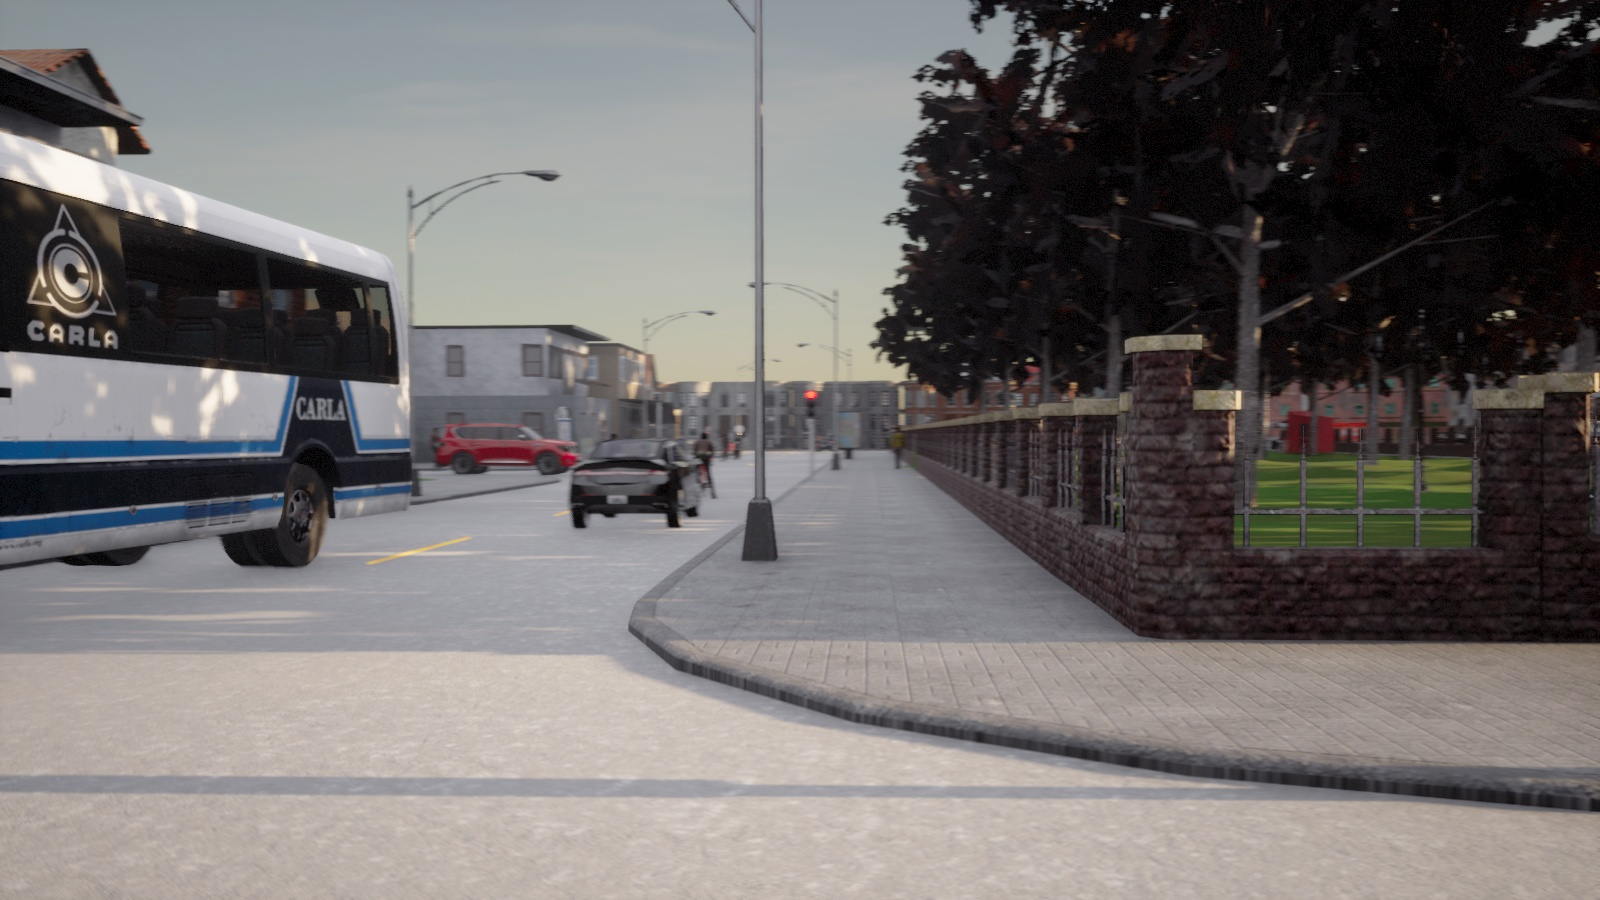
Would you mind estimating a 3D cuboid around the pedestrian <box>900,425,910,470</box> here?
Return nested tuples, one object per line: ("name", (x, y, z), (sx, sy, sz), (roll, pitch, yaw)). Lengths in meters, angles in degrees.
("pedestrian", (4.389, -0.105, 52.512), (0.431, 1.840, 0.709), (0, 1, 4))

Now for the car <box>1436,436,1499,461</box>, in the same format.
("car", (46.527, -0.131, 87.618), (2.033, 1.649, 4.856), (0, 1, 3))

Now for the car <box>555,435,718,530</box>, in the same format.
("car", (-2.773, 0.487, 22.487), (2.128, 1.511, 4.902), (0, 1, 2))

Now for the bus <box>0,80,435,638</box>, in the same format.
("bus", (-7.694, -0.742, 12.517), (3.944, 4.253, 10.273), (1, 1, 8))

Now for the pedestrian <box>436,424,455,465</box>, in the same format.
("pedestrian", (-15.921, -0.249, 56.352), (0.869, 1.805, 0.328), (1, 1, 34))

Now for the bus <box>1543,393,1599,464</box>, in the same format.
("bus", (49.851, -1.276, 76.117), (3.944, 4.253, 10.273), (0, 1, 3))

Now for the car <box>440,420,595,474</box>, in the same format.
("car", (-11.038, -0.127, 49.278), (5.566, 2.045, 2.150), (0, 1, 3))
